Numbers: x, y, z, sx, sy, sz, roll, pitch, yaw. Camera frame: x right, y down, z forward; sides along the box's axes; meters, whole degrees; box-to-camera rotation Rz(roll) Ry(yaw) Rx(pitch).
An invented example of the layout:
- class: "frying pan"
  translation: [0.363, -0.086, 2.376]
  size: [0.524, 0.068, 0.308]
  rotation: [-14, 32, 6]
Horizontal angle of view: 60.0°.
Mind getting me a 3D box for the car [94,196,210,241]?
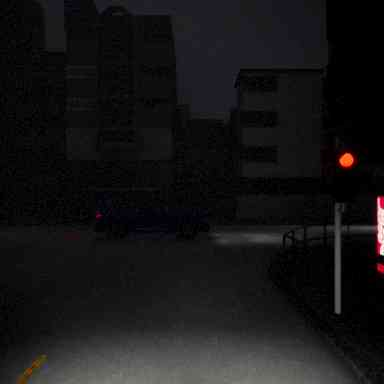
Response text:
- class: "car"
  translation: [-1.920, 1.222, 16.282]
  size: [5.566, 2.045, 2.150]
  rotation: [0, 0, 0]
